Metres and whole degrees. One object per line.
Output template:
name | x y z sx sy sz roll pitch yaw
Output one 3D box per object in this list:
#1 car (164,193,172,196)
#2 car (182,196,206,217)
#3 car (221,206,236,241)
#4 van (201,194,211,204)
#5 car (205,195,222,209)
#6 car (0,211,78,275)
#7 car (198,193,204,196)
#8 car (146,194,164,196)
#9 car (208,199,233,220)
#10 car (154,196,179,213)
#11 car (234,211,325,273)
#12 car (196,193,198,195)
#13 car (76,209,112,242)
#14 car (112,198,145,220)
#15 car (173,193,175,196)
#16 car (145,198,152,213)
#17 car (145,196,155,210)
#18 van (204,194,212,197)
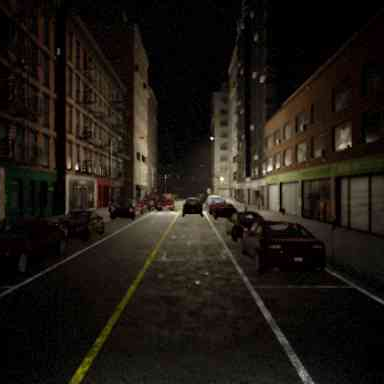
car | -5.463 1.233 61.556 2.192 1.841 5.009 0 0 0
car | 0.071 1.438 31.017 1.882 1.535 5.008 0 0 0
car | 2.622 1.562 16.131 1.802 1.307 4.206 0 0 0
van | 2.573 1.258 61.562 1.690 1.788 3.998 0 0 0
car | 2.604 1.398 33.168 1.967 1.590 4.097 0 0 0
car | -5.400 1.533 10.450 1.887 1.381 4.507 0 0 0
car | 2.579 1.240 55.883 2.192 1.841 5.009 0 0 0
car | -5.442 1.258 44.520 2.192 1.841 5.009 0 0 0
car | 2.610 1.510 27.489 1.887 1.381 4.507 0 0 0
car | -2.824 1.478 37.283 1.812 1.442 4.674 0 0 1
car | 2.628 1.532 10.452 1.887 1.381 4.507 0 0 0
car | 2.567 1.223 67.241 2.192 1.841 5.009 0 0 0
car | -5.407 1.563 16.129 1.802 1.307 4.206 0 0 0
car | -5.421 1.407 27.486 1.967 1.590 4.097 0 0 0
car | -5.477 1.215 72.912 2.192 1.841 5.009 0 0 0
car | -5.428 1.541 33.164 1.802 1.307 4.206 0 0 0
car | -5.435 1.517 38.842 1.947 1.339 4.313 0 0 0
van | 2.598 1.291 38.846 1.690 1.788 3.998 0 0 0
